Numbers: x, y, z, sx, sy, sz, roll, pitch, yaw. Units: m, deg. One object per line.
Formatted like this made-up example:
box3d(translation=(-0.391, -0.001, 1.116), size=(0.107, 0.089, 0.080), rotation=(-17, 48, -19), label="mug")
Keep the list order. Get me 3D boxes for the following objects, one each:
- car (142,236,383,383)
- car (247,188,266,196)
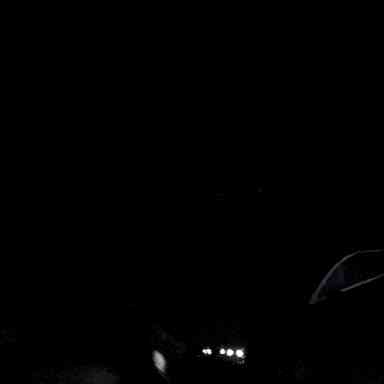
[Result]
box3d(translation=(1.686, 1.468, 4.831), size=(4.902, 1.511, 2.128), rotation=(0, 1, -35), label="car")
box3d(translation=(7.395, -0.097, 42.682), size=(2.128, 1.511, 4.902), rotation=(1, 2, -33), label="car")
